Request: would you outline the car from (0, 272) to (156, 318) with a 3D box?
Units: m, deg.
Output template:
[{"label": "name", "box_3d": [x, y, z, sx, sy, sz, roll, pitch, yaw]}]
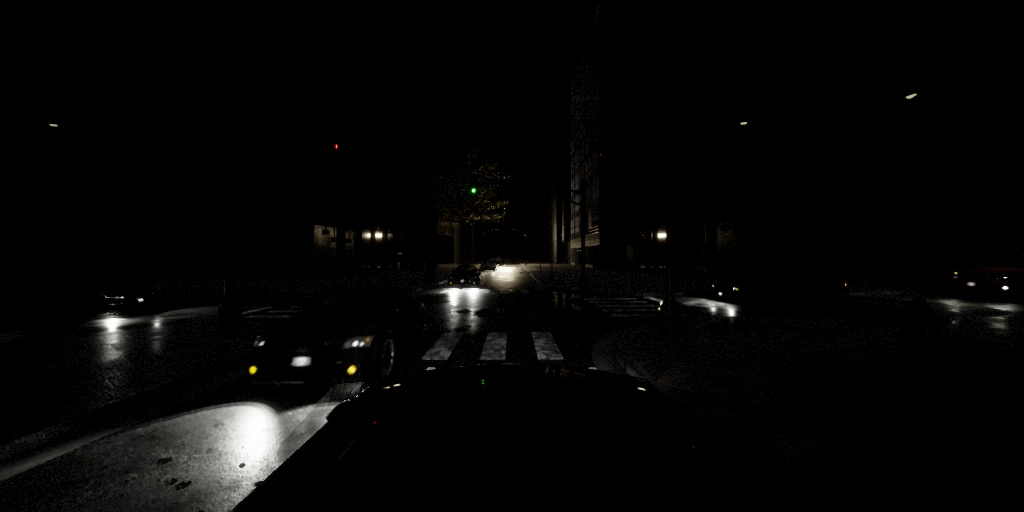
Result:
[{"label": "car", "box_3d": [-15.466, 1.302, 12.592, 4.892, 1.490, 1.837, 0, 0, 0]}]

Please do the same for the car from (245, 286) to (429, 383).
[{"label": "car", "box_3d": [-3.007, 1.319, 7.109, 1.994, 1.385, 4.181, 0, 0, 0]}]

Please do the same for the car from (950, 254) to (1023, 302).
[{"label": "car", "box_3d": [23.054, 0.900, 15.843, 5.566, 2.045, 2.150, 0, 0, 0]}]

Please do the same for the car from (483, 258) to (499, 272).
[{"label": "car", "box_3d": [-3.073, 1.309, 46.443, 1.812, 1.442, 4.674, 0, 0, 0]}]

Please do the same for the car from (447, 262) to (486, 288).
[{"label": "car", "box_3d": [-3.036, 1.330, 23.970, 1.994, 1.385, 4.181, 0, 0, 0]}]

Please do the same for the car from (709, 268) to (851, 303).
[{"label": "car", "box_3d": [11.753, 1.254, 15.842, 5.357, 1.411, 2.033, 0, 0, -4]}]
